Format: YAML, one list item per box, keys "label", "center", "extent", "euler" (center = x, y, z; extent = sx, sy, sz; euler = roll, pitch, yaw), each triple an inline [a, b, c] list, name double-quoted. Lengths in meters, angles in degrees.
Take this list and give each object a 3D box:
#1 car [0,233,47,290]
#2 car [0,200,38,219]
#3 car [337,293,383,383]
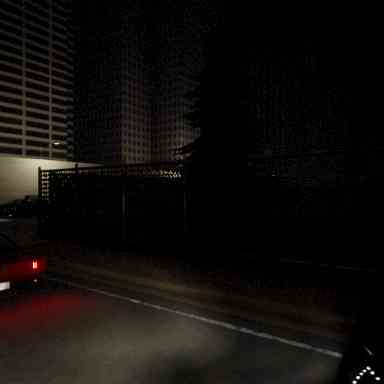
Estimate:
- label: "car"
  center: [-5.570, 1.605, 7.973]
  extent: [4.718, 1.301, 1.895]
  euler: [0, 0, 37]
- label: "car"
  center: [-13.356, 1.558, 28.567]
  extent: [1.895, 1.301, 4.718]
  euler: [0, 0, 35]
- label: "car"
  center: [3.627, 1.219, 1.405]
  extent: [5.566, 2.045, 2.150]
  euler: [0, 0, 36]
